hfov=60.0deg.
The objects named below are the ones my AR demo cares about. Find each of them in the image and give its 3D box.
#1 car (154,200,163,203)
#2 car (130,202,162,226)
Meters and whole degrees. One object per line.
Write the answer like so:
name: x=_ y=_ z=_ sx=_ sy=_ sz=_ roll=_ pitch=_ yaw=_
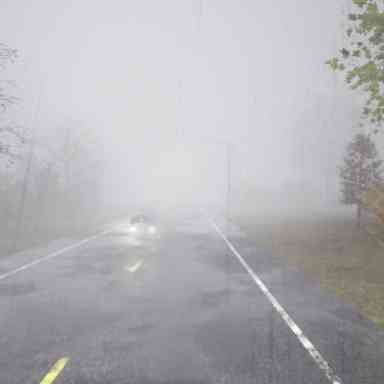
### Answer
car: x=-6.935 y=2.263 z=67.493 sx=1.895 sy=1.301 sz=4.718 roll=0 pitch=0 yaw=-6
car: x=-3.686 y=1.812 z=26.383 sx=1.812 sy=1.442 sz=4.674 roll=0 pitch=-1 yaw=0
